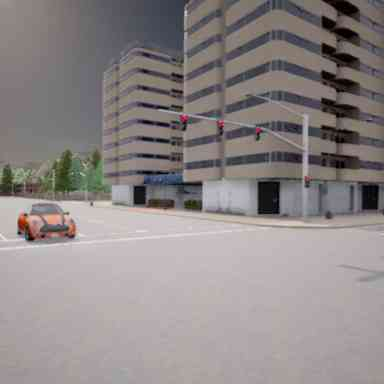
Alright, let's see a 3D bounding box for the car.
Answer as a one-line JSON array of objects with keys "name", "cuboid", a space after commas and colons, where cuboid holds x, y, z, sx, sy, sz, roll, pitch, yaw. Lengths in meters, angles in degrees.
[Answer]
[{"name": "car", "cuboid": [-7.406, 1.373, 16.788, 2.097, 1.767, 4.553, 0, 0, -35]}]
